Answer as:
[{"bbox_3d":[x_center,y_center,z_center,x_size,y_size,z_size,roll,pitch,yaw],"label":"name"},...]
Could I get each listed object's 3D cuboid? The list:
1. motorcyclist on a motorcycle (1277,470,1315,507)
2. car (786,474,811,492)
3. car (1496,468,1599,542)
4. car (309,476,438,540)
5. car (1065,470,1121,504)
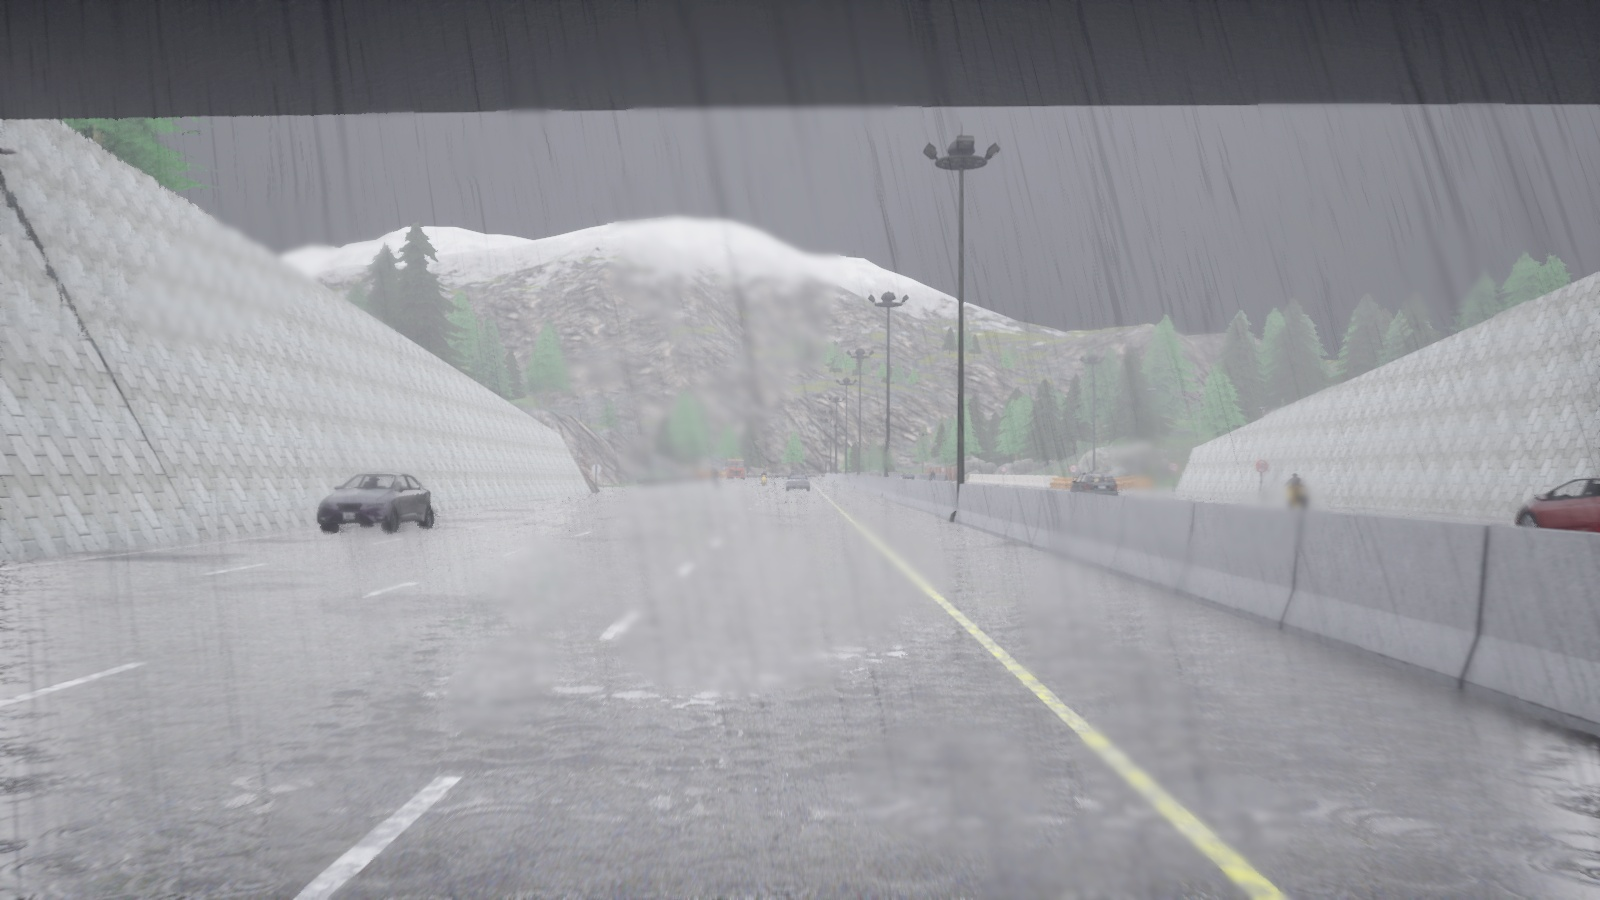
[{"bbox_3d":[20.921,1.600,52.990,0.797,1.523,2.044,0,-1,0],"label":"motorcyclist on a motorcycle"},{"bbox_3d":[-0.138,2.558,98.130,1.895,1.301,4.718,0,-1,0],"label":"car"},{"bbox_3d":[17.454,1.150,27.393,2.007,1.525,4.514,0,-1,0],"label":"car"},{"bbox_3d":[-10.550,1.396,31.379,1.816,1.474,4.193,0,-1,0],"label":"car"},{"bbox_3d":[13.912,1.737,59.721,1.789,1.549,3.705,0,-1,0],"label":"car"}]
